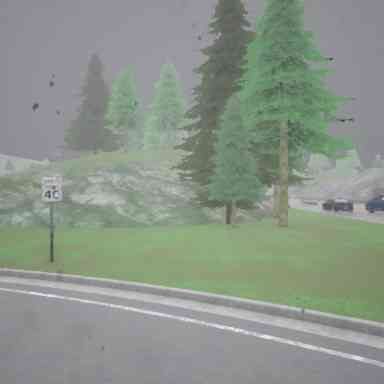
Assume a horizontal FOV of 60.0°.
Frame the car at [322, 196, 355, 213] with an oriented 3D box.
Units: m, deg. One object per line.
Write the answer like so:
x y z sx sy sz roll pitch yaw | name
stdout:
16.041 1.477 36.904 1.882 1.535 5.008 0 0 2 | car

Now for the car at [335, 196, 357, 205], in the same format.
27.273 1.526 59.111 1.812 1.442 4.674 0 0 2 | car

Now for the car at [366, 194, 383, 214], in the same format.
19.406 1.221 32.701 2.150 2.045 5.566 0 0 2 | car

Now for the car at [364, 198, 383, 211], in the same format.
23.166 1.505 40.749 1.837 1.490 4.892 0 0 2 | car

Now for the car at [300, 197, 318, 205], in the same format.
20.221 1.600 57.827 1.895 1.301 4.718 0 0 2 | car
